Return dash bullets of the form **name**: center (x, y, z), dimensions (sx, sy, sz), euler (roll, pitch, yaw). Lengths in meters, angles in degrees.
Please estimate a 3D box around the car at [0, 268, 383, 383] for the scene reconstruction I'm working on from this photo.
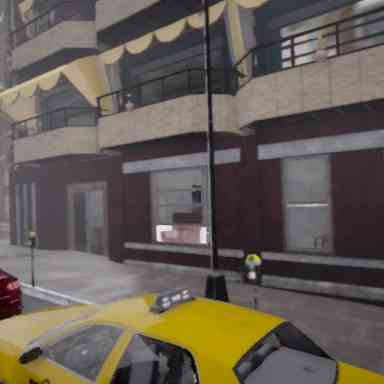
- **car**: center (-0.385, 1.547, 3.021), dimensions (4.829, 1.417, 1.752), euler (-1, -2, 36)
